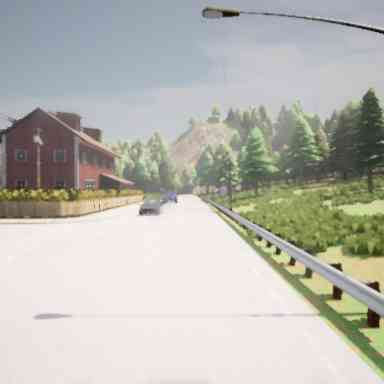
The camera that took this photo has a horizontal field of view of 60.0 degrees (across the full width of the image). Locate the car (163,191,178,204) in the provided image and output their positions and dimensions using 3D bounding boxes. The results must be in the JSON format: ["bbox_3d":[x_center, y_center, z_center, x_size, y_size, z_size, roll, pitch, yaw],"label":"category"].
[{"bbox_3d":[-3.513,0.882,55.322,2.150,2.045,5.566,0,0,0],"label":"car"}]

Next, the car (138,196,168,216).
[{"bbox_3d":[-3.601,1.359,30.229,2.033,1.411,5.357,0,0,0],"label":"car"}]
